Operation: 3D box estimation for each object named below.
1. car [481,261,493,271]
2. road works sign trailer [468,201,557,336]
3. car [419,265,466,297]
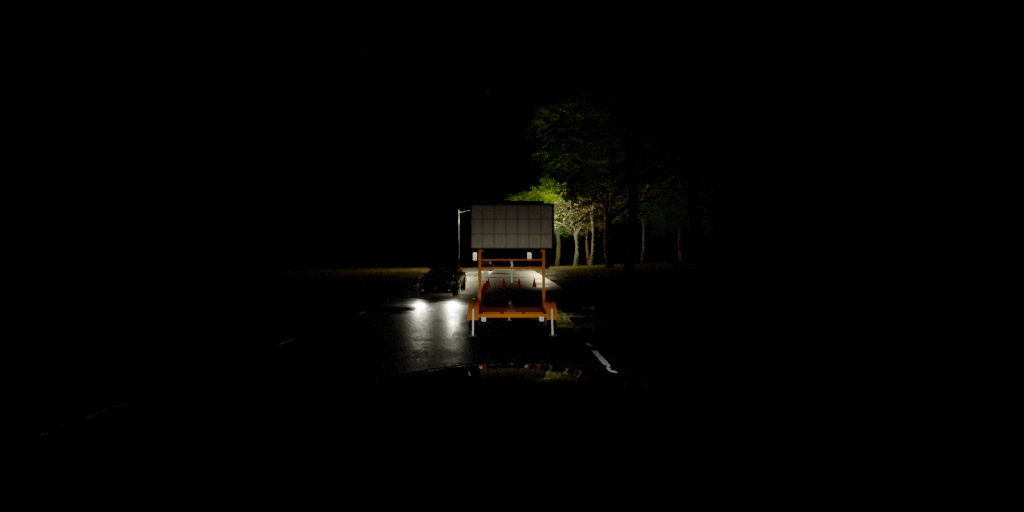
[{"bbox_3d":[-3.718,1.407,50.840,2.033,1.411,5.357,0,0,0],"label":"car"},{"bbox_3d":[-0.008,0.222,10.379,2.380,3.560,2.880,0,0,-1],"label":"road works sign trailer"},{"bbox_3d":[-3.642,1.248,19.470,1.882,1.535,5.008,0,0,0],"label":"car"}]
